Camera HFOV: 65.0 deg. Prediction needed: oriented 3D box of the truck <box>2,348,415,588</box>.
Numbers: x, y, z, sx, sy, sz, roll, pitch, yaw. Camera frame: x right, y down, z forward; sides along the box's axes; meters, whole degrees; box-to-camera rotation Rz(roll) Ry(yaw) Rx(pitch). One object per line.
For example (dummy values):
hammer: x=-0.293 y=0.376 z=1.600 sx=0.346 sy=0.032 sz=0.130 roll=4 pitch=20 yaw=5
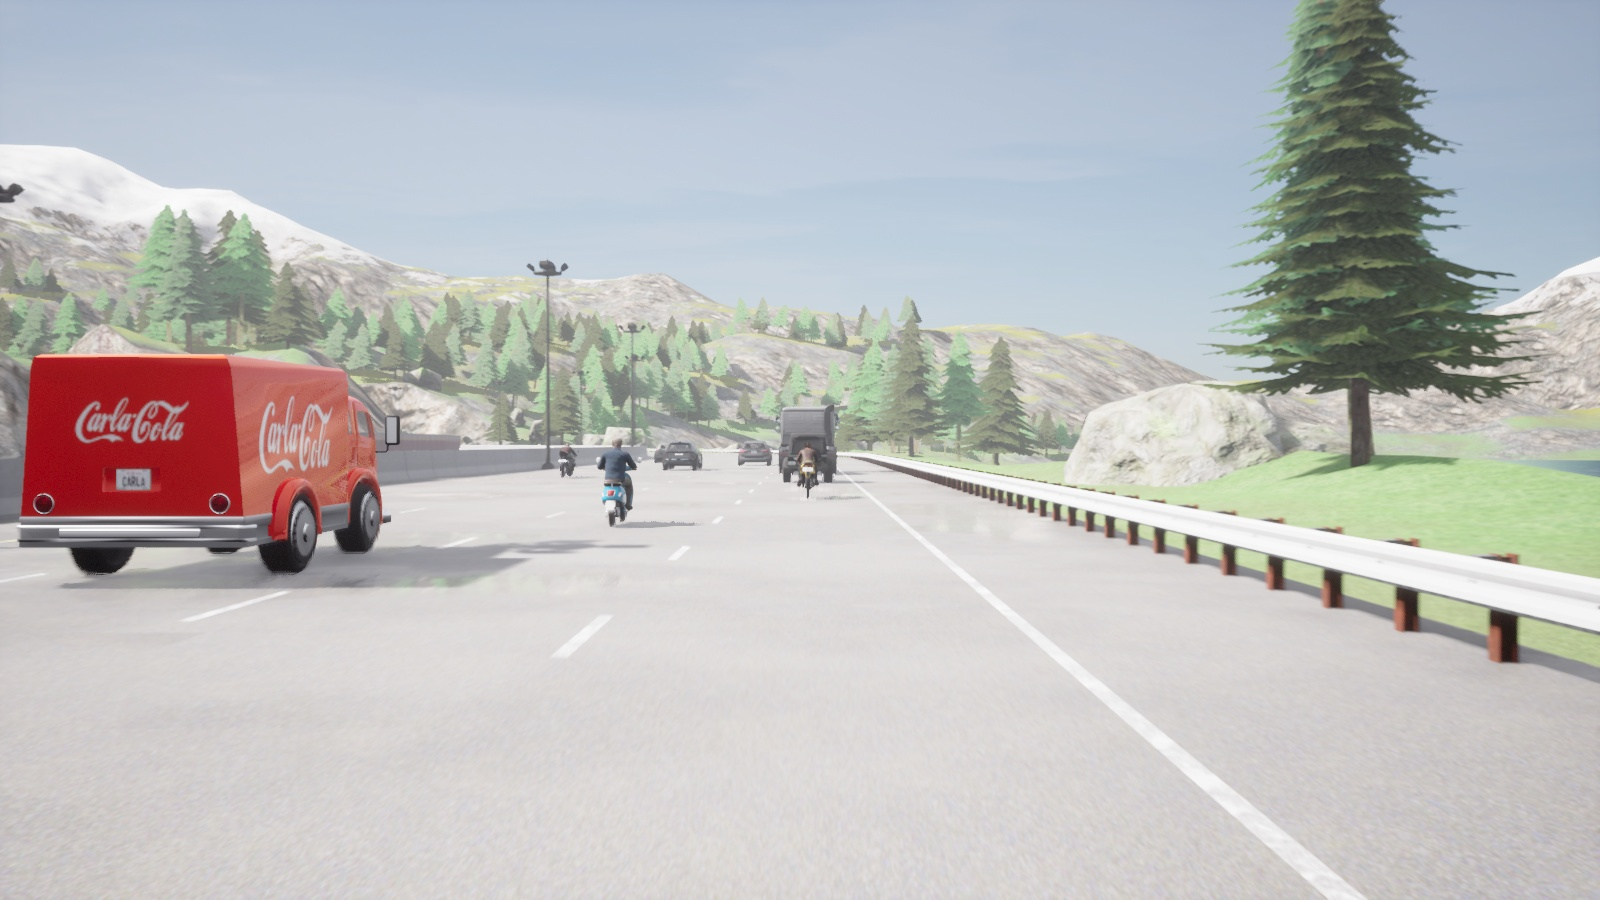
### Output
truck: x=-6.895 y=0.169 z=15.538 sx=2.627 sy=2.467 sz=5.204 roll=0 pitch=0 yaw=0

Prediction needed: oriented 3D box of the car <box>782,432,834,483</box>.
car: x=0.292 y=0.275 z=48.149 sx=1.905 sy=1.878 sz=3.866 roll=0 pitch=0 yaw=0

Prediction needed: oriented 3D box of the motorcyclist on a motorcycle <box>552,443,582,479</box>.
motorcyclist on a motorcycle: x=-10.170 y=0.467 z=54.857 sx=0.866 sy=1.530 sz=2.191 roll=0 pitch=0 yaw=0

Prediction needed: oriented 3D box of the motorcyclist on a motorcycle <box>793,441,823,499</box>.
motorcyclist on a motorcycle: x=0.210 y=0.538 z=33.925 sx=0.797 sy=1.523 sz=2.044 roll=0 pitch=0 yaw=0

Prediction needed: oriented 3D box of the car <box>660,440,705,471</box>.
car: x=-6.580 y=0.277 z=70.644 sx=2.033 sy=1.649 sz=4.856 roll=0 pitch=0 yaw=0

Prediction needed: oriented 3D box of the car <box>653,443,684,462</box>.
car: x=-9.938 y=0.172 z=95.306 sx=1.970 sy=1.475 sz=3.806 roll=0 pitch=0 yaw=0

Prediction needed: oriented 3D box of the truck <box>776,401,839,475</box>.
truck: x=0.371 y=-0.582 z=62.127 sx=2.891 sy=3.462 sz=7.936 roll=0 pitch=0 yaw=0

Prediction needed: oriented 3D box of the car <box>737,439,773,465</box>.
car: x=-2.999 y=0.116 z=84.670 sx=2.242 sy=1.667 sz=4.611 roll=0 pitch=0 yaw=0

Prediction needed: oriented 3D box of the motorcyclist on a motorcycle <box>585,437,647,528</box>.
motorcyclist on a motorcycle: x=-3.353 y=0.569 z=23.029 sx=0.866 sy=1.590 sz=1.817 roll=0 pitch=0 yaw=0
